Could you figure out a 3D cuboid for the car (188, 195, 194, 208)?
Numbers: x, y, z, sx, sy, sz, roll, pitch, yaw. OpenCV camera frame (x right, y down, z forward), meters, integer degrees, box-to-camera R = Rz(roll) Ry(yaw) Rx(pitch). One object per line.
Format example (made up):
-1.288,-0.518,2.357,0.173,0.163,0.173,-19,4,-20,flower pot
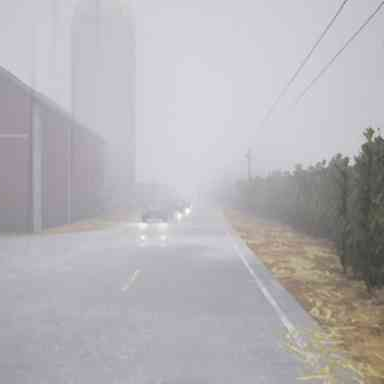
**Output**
-1.220,1.541,47.051,1.895,1.301,4.718,0,0,4,car

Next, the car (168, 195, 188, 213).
-1.972,1.305,36.468,2.097,1.767,4.553,0,0,4,car

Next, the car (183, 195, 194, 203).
-0.668,1.251,62.524,2.128,1.511,4.902,0,0,-1,car

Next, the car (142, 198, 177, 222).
-2.644,1.492,26.341,1.812,1.442,4.674,0,0,5,car
